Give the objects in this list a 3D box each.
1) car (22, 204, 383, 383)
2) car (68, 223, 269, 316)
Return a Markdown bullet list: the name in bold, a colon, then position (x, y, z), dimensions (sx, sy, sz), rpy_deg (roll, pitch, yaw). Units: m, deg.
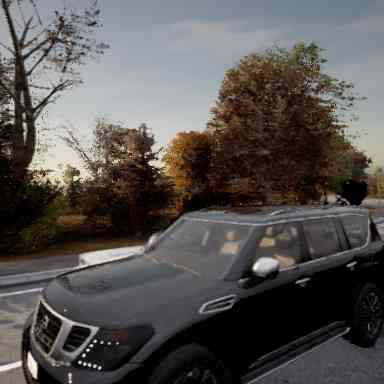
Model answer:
- **car**: position (0.738, 1.228, 4.723), dimensions (5.566, 2.045, 2.150), rpy_deg (0, 0, -37)
- **car**: position (-0.371, 1.624, 8.277), dimensions (4.718, 1.301, 1.895), rpy_deg (0, 0, -38)
